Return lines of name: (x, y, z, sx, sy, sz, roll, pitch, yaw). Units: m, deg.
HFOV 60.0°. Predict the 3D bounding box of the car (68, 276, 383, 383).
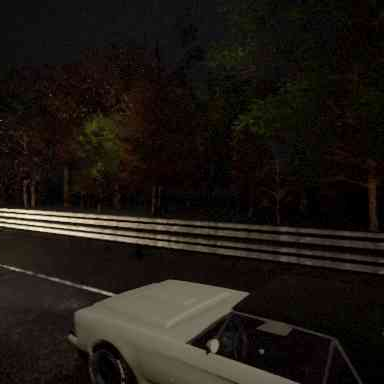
car: (0.860, 1.598, 3.373, 4.718, 1.301, 1.895, 0, 0, 35)
